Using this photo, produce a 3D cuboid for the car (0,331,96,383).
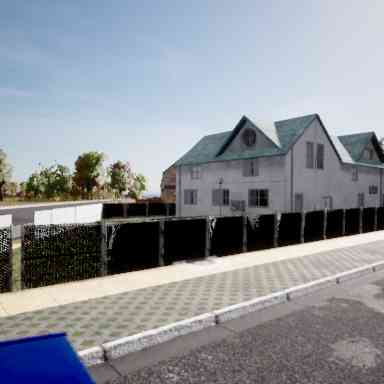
[{"bbox_3d":[-2.753,1.601,1.395,4.718,1.301,1.895,0,0,-33],"label":"car"}]
